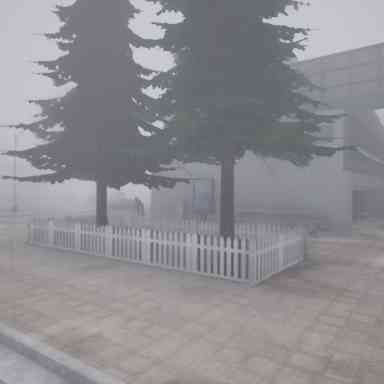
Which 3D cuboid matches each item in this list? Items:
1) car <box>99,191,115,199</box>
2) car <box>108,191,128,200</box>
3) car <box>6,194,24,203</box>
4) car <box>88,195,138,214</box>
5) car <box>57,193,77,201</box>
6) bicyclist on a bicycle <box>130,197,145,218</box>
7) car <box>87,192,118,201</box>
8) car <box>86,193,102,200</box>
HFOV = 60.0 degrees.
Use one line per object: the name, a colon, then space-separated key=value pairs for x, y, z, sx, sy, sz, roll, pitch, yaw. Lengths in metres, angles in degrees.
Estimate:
car: x=-21.057 y=0.765 z=82.120 sx=3.866 sy=1.878 sz=1.905 roll=0 pitch=0 yaw=36
car: x=-16.639 y=0.823 z=74.827 sx=4.605 sy=1.855 sz=1.932 roll=0 pitch=0 yaw=36
car: x=-30.482 y=1.041 z=57.138 sx=3.633 sy=1.501 sz=1.845 roll=0 pitch=0 yaw=36
car: x=-7.611 y=1.352 z=33.856 sx=2.128 sy=1.511 sz=4.902 roll=0 pitch=0 yaw=36
car: x=-24.557 y=1.020 z=65.185 sx=4.514 sy=1.523 sz=2.007 roll=0 pitch=0 yaw=36
bicyclist on a bicycle: x=-4.235 y=1.197 z=25.790 sx=1.656 sy=1.620 sz=0.582 roll=0 pitch=0 yaw=36
car: x=-13.369 y=0.908 z=49.119 sx=4.605 sy=1.855 sz=1.932 roll=0 pitch=0 yaw=36
car: x=-23.512 y=1.046 z=79.796 sx=3.806 sy=1.475 sz=1.970 roll=0 pitch=0 yaw=36
